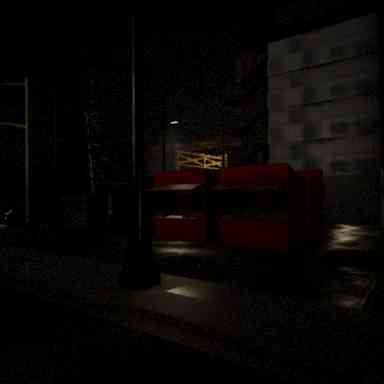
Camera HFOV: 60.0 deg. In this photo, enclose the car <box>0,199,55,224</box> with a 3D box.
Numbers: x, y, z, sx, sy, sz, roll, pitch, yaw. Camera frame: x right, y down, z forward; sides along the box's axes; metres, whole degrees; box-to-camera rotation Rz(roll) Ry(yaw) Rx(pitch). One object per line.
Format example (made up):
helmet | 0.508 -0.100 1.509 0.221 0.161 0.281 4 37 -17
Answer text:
car | -12.922 1.492 26.298 2.097 1.767 4.553 -1 -1 36
